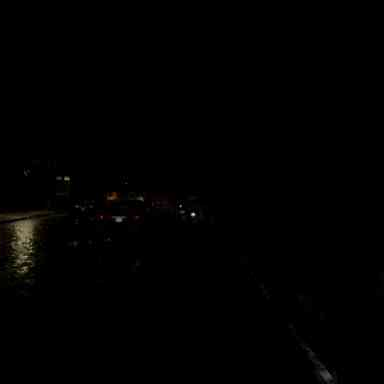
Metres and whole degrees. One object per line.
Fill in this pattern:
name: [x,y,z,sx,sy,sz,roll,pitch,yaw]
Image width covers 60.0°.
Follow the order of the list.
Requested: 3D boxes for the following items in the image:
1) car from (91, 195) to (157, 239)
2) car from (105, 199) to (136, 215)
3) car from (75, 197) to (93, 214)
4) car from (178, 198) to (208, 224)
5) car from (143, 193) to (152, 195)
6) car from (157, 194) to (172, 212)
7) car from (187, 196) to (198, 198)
car: [-3.168,1.226,16.523,2.097,1.767,4.553,0,0,0]
car: [-6.635,1.361,31.277,1.895,1.301,4.718,0,0,0]
car: [-9.884,1.277,32.500,1.812,1.442,4.674,0,0,0]
car: [0.074,1.388,23.142,1.994,1.385,4.181,0,0,0]
car: [-9.837,0.859,73.835,1.812,1.442,4.674,0,0,0]
car: [-3.189,1.277,35.178,2.033,1.411,5.357,0,0,0]
car: [0.053,1.210,40.889,1.812,1.442,4.674,0,1,0]
